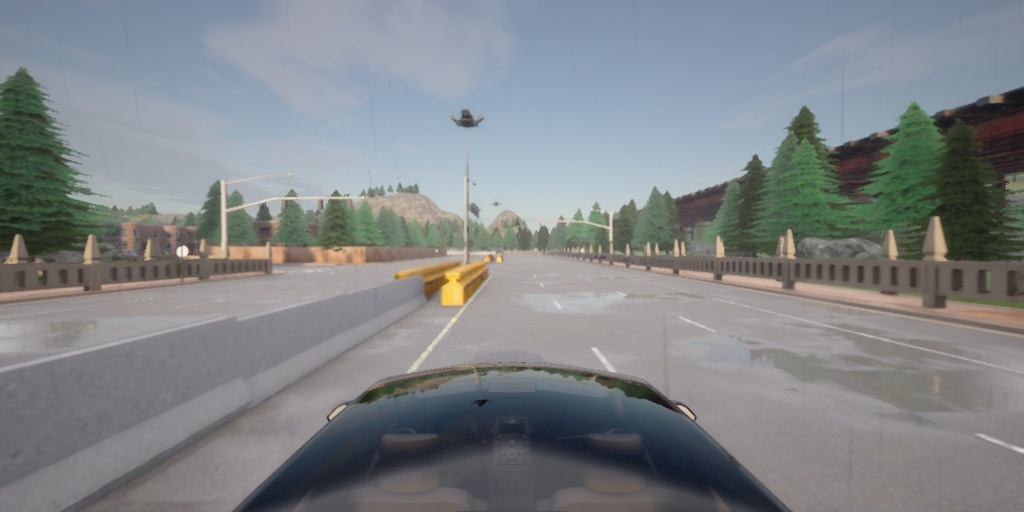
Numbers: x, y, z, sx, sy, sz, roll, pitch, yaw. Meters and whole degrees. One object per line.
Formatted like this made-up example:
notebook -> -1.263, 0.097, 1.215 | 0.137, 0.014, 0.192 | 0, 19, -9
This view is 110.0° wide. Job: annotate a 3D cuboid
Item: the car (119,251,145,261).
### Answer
car -> -44.307, 0.472, 40.984 | 5.566, 2.045, 2.150 | 0, 1, 0
